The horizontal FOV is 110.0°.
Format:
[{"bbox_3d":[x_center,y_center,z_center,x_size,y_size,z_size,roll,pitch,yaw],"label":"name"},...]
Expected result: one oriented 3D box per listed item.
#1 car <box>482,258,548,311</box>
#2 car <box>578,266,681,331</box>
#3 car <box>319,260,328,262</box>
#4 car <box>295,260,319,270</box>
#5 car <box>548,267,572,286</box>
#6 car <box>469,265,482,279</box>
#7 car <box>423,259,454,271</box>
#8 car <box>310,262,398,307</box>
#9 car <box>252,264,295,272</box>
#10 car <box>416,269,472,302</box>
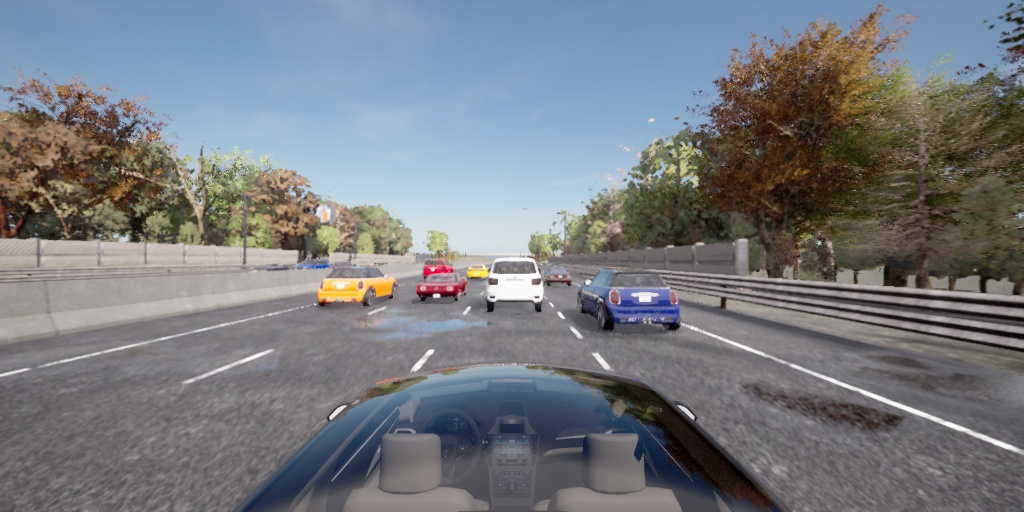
[{"bbox_3d":[0.094,1.120,15.507,2.150,2.045,5.566,0,-1,0],"label":"car"},{"bbox_3d":[3.516,1.193,11.633,2.097,1.767,4.553,0,-1,0],"label":"car"},{"bbox_3d":[-21.103,1.567,43.925,2.097,1.767,4.553,0,-1,0],"label":"car"},{"bbox_3d":[-24.601,1.444,44.264,2.150,2.045,5.566,0,-1,0],"label":"car"},{"bbox_3d":[3.486,1.574,28.311,2.033,1.411,5.357,0,-1,0],"label":"car"},{"bbox_3d":[-3.415,1.609,36.462,1.882,1.535,5.008,0,-1,0],"label":"car"},{"bbox_3d":[-6.917,1.326,34.063,2.150,2.045,5.566,0,-1,0],"label":"car"},{"bbox_3d":[-6.906,1.263,16.573,2.097,1.767,4.553,0,-1,0],"label":"car"},{"bbox_3d":[-28.102,1.684,41.776,2.128,1.511,4.902,0,-1,0],"label":"car"},{"bbox_3d":[-3.405,1.532,18.426,1.895,1.301,4.718,0,-1,0],"label":"car"}]
